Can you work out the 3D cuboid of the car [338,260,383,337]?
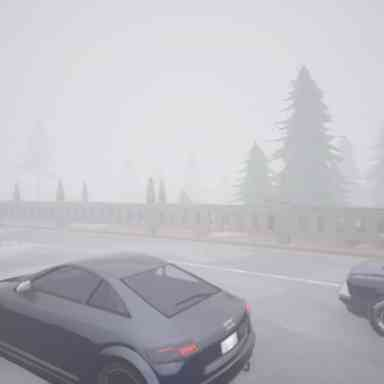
[{"bbox_3d":[4.740,1.570,4.775,4.718,1.301,1.895,0,0,36],"label":"car"}]

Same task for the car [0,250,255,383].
[{"bbox_3d":[-1.275,1.547,4.603,4.181,1.385,1.994,0,0,34],"label":"car"}]
